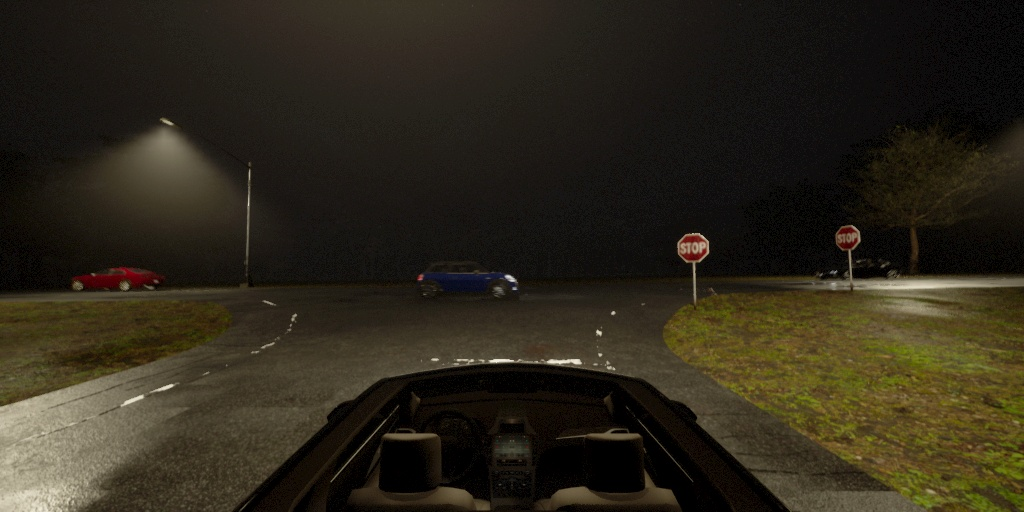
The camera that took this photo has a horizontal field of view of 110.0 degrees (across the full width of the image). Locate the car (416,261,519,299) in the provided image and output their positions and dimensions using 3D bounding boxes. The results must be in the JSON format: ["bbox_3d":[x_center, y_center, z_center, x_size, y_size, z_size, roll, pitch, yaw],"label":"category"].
[{"bbox_3d":[-1.969,1.029,16.494,4.553,1.767,2.097,-1,-2,0],"label":"car"}]

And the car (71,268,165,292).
[{"bbox_3d":[-25.955,1.548,23.703,5.008,1.535,1.882,-1,-3,1],"label":"car"}]

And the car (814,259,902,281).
[{"bbox_3d":[22.922,0.945,23.873,4.892,1.490,1.837,-2,-3,-1],"label":"car"}]
